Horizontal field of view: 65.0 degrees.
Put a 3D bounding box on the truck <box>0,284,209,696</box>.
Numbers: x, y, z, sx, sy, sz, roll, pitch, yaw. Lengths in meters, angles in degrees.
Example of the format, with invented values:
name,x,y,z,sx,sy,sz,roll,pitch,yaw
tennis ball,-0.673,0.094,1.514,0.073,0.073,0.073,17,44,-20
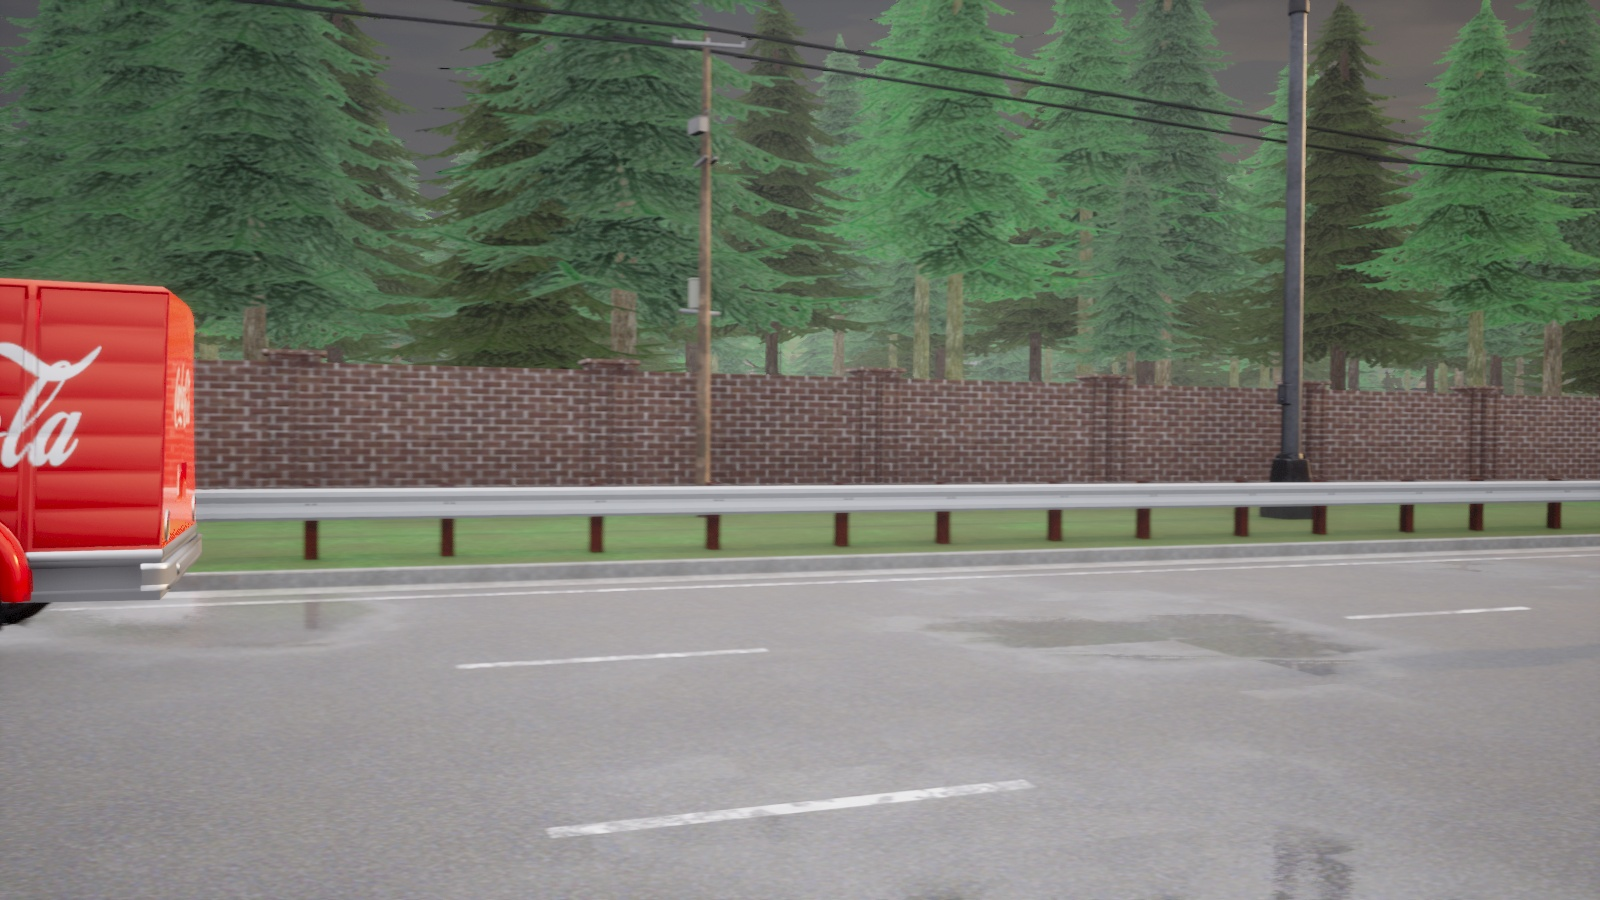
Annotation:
name,x,y,z,sx,sy,sz,roll,pitch,yaw
truck,-6.824,0.253,8.130,5.204,2.467,2.627,-1,1,-21
